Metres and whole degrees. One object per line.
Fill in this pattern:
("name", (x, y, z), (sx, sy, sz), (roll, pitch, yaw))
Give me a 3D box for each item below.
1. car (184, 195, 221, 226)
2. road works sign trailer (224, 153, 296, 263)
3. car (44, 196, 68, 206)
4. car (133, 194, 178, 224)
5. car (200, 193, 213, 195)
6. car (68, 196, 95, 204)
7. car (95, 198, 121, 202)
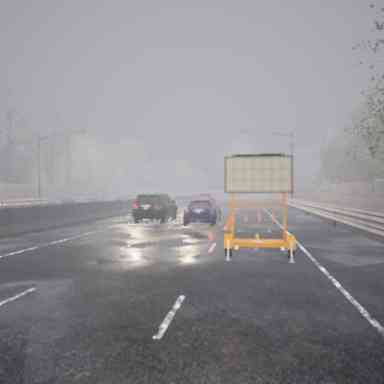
("car", (0.804, 1.301, 23.161), (2.097, 1.767, 4.553), (0, 0, 9))
("road works sign trailer", (2.388, 0.433, 12.014), (2.380, 3.560, 2.880), (0, 0, 9))
("car", (-17.283, 1.292, 43.462), (2.097, 1.767, 4.553), (0, 0, 10))
("car", (-2.561, 1.171, 24.256), (2.150, 2.045, 5.566), (0, 0, 9))
("car", (2.429, 1.123, 54.136), (2.150, 2.045, 5.566), (0, 0, 9))
("car", (-13.733, 1.414, 43.504), (1.882, 1.535, 5.008), (0, 0, 10))
("car", (-10.272, 1.458, 42.933), (1.812, 1.442, 4.674), (0, 0, 9))
